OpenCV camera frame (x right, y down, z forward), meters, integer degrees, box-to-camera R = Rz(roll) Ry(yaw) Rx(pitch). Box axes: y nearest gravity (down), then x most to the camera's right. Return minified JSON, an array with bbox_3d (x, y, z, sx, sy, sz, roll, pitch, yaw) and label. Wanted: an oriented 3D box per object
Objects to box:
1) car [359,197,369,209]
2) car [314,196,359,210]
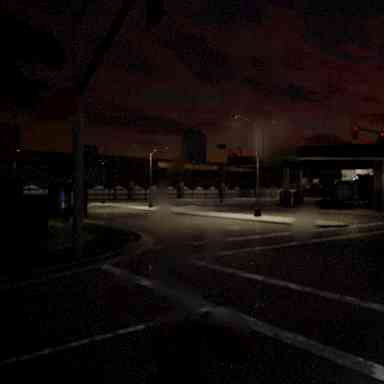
[{"bbox_3d":[21.380,1.443,44.342,1.970,1.475,3.806,0,0,-35],"label":"car"},{"bbox_3d":[17.115,1.284,40.418,2.242,1.667,4.611,0,0,-35],"label":"car"}]
